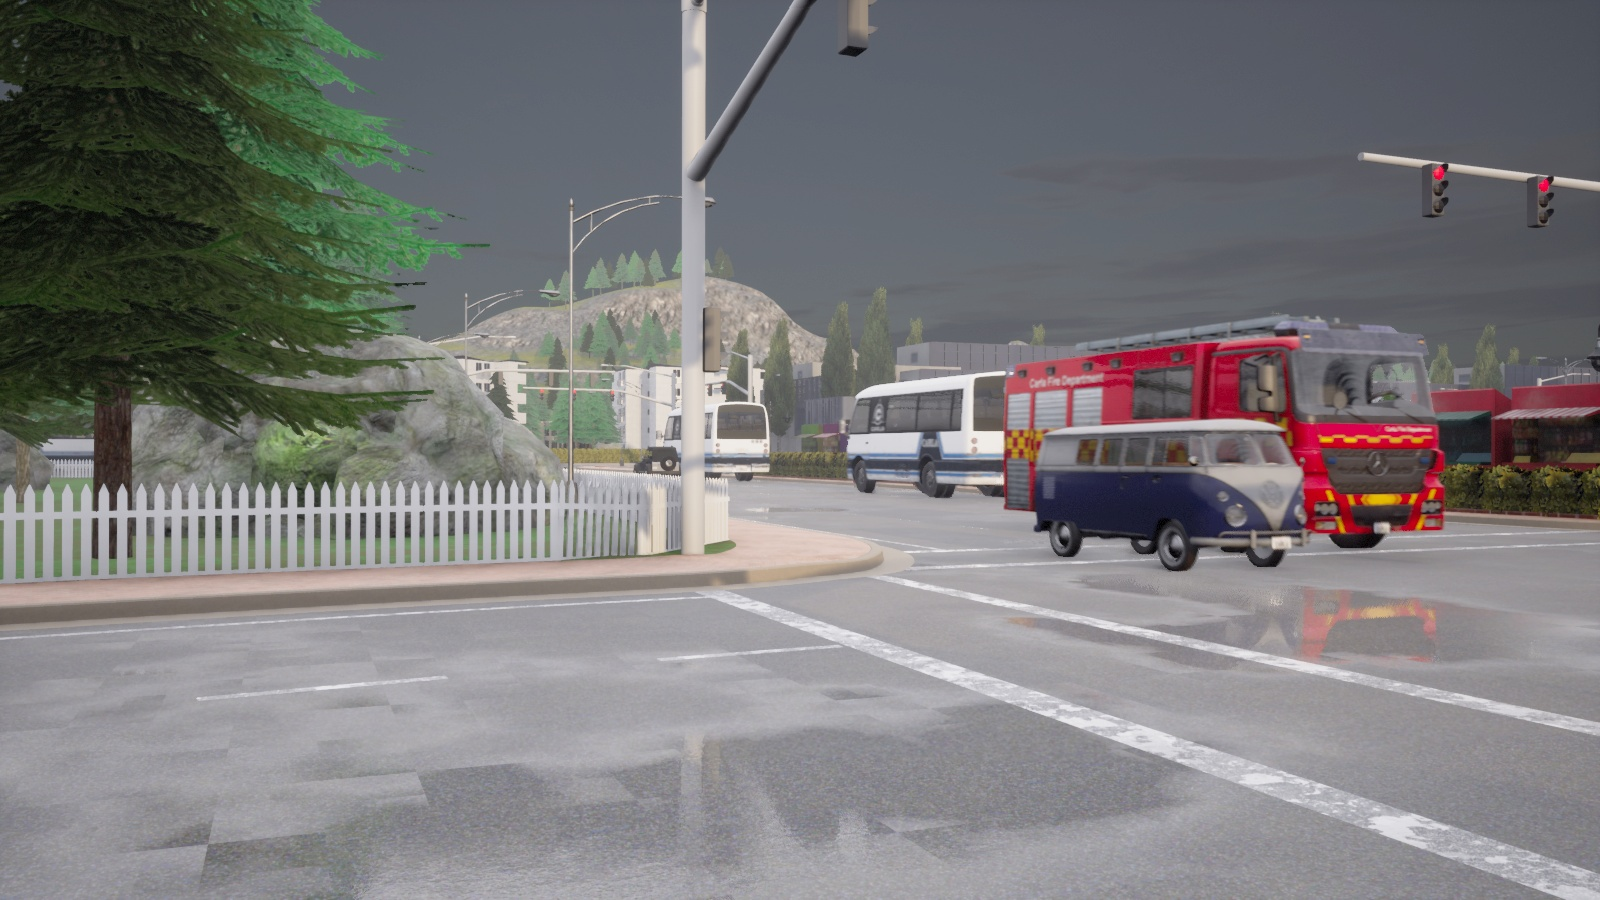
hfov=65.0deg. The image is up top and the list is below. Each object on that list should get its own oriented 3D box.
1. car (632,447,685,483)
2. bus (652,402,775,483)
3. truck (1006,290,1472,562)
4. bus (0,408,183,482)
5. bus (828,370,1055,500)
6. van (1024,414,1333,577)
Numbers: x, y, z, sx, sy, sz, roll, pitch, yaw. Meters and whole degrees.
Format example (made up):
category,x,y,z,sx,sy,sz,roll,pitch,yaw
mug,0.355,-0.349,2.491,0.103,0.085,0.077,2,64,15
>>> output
category,x,y,z,sx,sy,sz,roll,pitch,yaw
car,-7.748,0.780,68.369,1.905,1.878,3.866,0,0,-22
bus,-5.085,-0.391,71.120,3.944,4.253,10.273,0,0,-22
truck,7.119,-0.325,22.179,2.891,3.827,8.468,0,0,-22
bus,-42.870,-0.301,75.260,10.273,4.253,3.944,0,0,-21
bus,4.869,-0.473,46.447,3.944,4.253,10.273,0,0,-22
van,5.137,0.575,17.739,1.775,1.987,4.442,0,-1,-22
